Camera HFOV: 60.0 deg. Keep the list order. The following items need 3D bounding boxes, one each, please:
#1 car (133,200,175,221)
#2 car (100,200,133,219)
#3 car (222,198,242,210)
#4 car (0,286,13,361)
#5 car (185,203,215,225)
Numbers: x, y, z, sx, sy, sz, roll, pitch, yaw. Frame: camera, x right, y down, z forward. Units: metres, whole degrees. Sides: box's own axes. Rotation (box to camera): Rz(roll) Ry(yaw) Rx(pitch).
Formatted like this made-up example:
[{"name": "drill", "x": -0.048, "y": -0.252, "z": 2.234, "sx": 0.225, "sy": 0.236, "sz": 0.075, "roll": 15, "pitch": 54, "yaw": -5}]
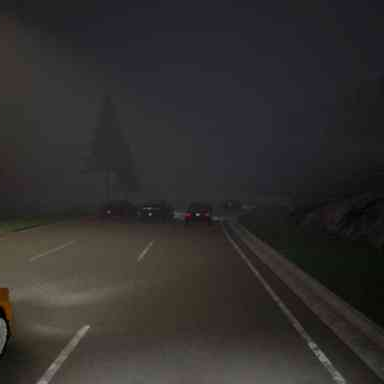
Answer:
[{"name": "car", "x": -2.616, "y": 1.384, "z": 26.027, "sx": 2.128, "sy": 1.511, "sz": 4.902, "roll": 0, "pitch": 0, "yaw": 8}, {"name": "car", "x": -5.832, "y": 1.363, "z": 27.697, "sx": 1.882, "sy": 1.535, "sz": 5.008, "roll": 0, "pitch": 0, "yaw": 11}, {"name": "car", "x": 5.025, "y": 1.394, "z": 41.083, "sx": 1.994, "sy": 1.385, "sz": 4.181, "roll": 0, "pitch": 0, "yaw": 16}, {"name": "car", "x": -3.397, "y": 1.466, "z": 2.587, "sx": 1.882, "sy": 1.535, "sz": 5.008, "roll": 0, "pitch": 0, "yaw": 0}, {"name": "car", "x": 0.560, "y": 1.451, "z": 23.344, "sx": 2.033, "sy": 1.411, "sz": 5.357, "roll": 0, "pitch": 0, "yaw": 5}]
